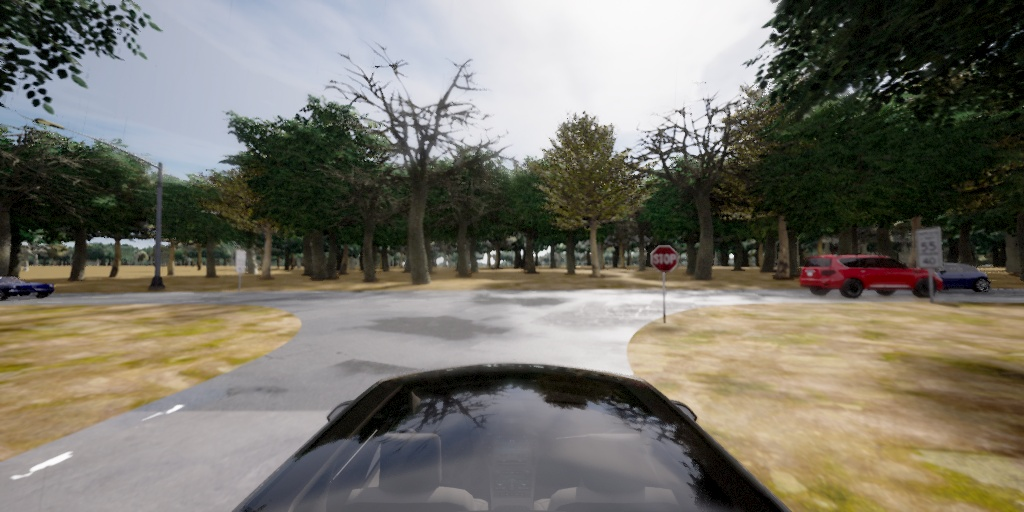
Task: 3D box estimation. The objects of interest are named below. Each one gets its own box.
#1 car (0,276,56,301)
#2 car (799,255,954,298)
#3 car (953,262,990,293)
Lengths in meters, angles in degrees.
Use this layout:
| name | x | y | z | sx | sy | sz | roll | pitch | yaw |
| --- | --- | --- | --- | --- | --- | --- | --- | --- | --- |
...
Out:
| name | x | y | z | sx | sy | sz | roll | pitch | yaw |
| --- | --- | --- | --- | --- | --- | --- | --- | --- | --- |
| car | -28.112 | 1.766 | 19.533 | 4.718 | 1.301 | 1.895 | -1 | -2 | 2 |
| car | 17.561 | 0.994 | 17.795 | 5.566 | 2.045 | 2.150 | 0 | -2 | 2 |
| car | 24.705 | 1.231 | 21.099 | 4.553 | 1.767 | 2.097 | 0 | -2 | 2 |
